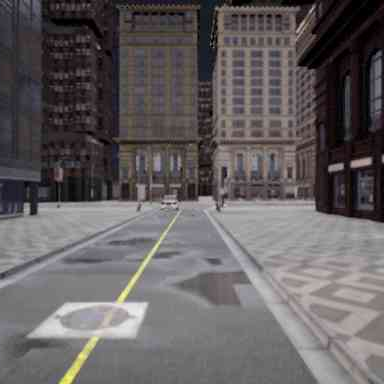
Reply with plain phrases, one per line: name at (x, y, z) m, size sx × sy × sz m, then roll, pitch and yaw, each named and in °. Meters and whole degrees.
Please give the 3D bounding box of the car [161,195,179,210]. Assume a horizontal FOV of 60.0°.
car at (-2.992, 1.475, 45.223) m, size 2.150 × 2.045 × 5.566 m, roll 0°, pitch 0°, yaw 0°
